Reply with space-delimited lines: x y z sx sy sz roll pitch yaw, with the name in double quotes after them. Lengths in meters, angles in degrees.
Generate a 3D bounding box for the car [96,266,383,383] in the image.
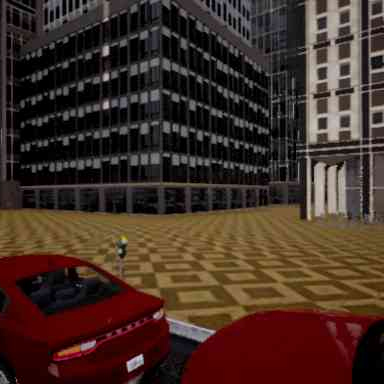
2.137 1.315 1.356 5.009 1.841 2.192 0 0 36 "car"

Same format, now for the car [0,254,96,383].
-2.372 1.545 4.573 4.507 1.381 1.887 0 0 36 "car"
